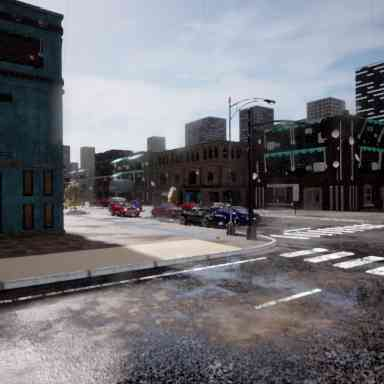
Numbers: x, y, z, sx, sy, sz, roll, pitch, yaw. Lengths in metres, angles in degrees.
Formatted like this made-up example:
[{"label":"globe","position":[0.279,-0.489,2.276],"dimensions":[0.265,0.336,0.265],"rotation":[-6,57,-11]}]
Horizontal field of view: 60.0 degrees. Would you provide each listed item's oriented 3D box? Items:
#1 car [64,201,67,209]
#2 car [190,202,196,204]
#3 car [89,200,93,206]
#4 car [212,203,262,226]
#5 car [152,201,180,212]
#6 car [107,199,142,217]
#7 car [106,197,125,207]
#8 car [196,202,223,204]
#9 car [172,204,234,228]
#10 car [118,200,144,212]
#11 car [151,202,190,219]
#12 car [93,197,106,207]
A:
[{"label":"car","position":[-23.167,2.232,58.380],"dimensions":[1.752,1.417,4.829],"rotation":[-1,0,-35]},{"label":"car","position":[-0.401,1.903,40.819],"dimensions":[1.802,1.307,4.206],"rotation":[-2,0,-35]},{"label":"car","position":[-19.643,2.227,67.887],"dimensions":[1.887,1.381,4.507],"rotation":[-1,0,-35]},{"label":"car","position":[3.333,1.777,25.584],"dimensions":[1.994,1.385,4.181],"rotation":[-1,0,-36]},{"label":"car","position":[-3.607,1.965,45.330],"dimensions":[1.802,1.307,4.206],"rotation":[-2,0,-35]},{"label":"car","position":[-7.233,1.846,35.962],"dimensions":[1.967,1.590,4.097],"rotation":[-1,0,-35]},{"label":"car","position":[-8.816,1.803,42.693],"dimensions":[2.097,1.767,4.553],"rotation":[-1,0,-35]},{"label":"car","position":[2.805,1.809,36.307],"dimensions":[2.008,1.369,4.403],"rotation":[-2,0,-35]},{"label":"car","position":[0.711,1.814,24.581],"dimensions":[1.947,1.339,4.313],"rotation":[-2,0,-35]},{"label":"car","position":[-8.902,1.996,48.342],"dimensions":[1.812,1.442,4.674],"rotation":[-1,0,-35]},{"label":"car","position":[-2.432,1.891,33.696],"dimensions":[1.994,1.385,4.181],"rotation":[-1,0,-36]},{"label":"car","position":[-16.442,1.939,63.375],"dimensions":[2.192,1.841,5.009],"rotation":[-1,0,-35]}]
